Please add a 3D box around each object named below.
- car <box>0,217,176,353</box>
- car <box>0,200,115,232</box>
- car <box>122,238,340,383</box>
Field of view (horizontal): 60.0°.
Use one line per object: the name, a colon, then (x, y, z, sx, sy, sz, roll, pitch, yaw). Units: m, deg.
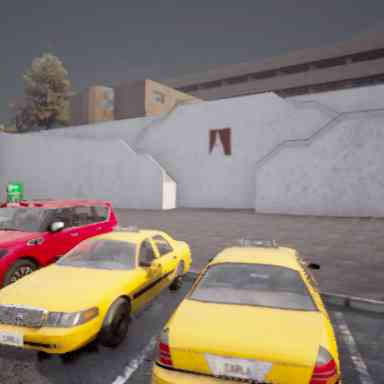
car: (-1.472, 1.480, 6.633, 1.946, 1.575, 5.366, 0, -1, 16)
car: (-3.868, 1.238, 8.530, 2.435, 2.045, 5.566, 0, -1, 15)
car: (1.063, 1.485, 5.251, 1.946, 1.575, 5.366, 0, -1, 16)
